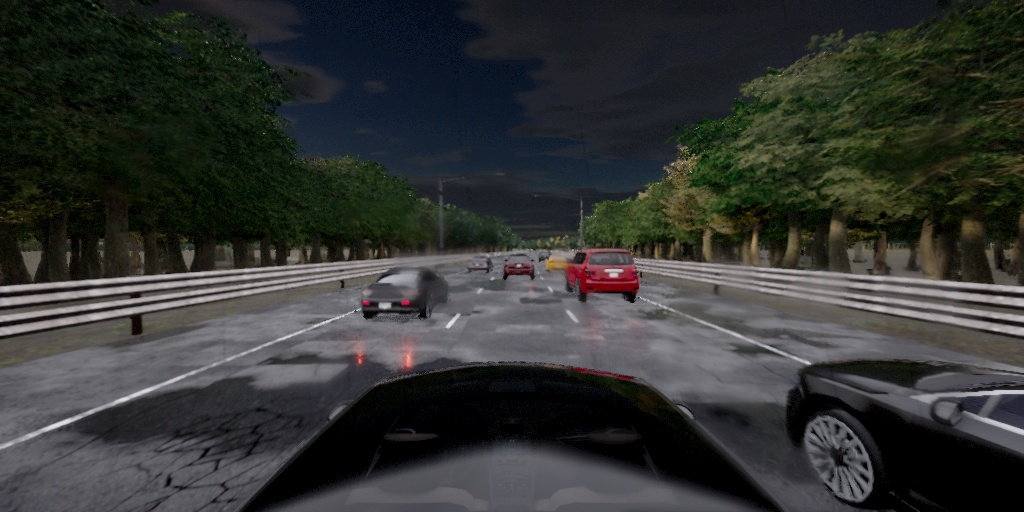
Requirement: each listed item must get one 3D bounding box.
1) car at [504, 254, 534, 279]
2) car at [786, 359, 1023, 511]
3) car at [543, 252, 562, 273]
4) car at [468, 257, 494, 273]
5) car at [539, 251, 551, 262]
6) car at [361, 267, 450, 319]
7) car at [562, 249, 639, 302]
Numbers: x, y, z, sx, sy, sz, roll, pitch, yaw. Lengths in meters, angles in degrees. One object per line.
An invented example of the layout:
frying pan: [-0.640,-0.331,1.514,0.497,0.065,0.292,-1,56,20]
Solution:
car: [0.550,0.672,26.488,2.097,1.767,4.553,0,1,2]
car: [3.504,1.249,1.397,2.128,1.511,4.902,0,1,0]
car: [4.185,0.698,33.414,1.882,1.535,5.008,0,1,2]
car: [-2.765,0.773,32.567,2.033,1.411,5.357,0,1,2]
car: [5.744,0.130,63.164,2.097,1.767,4.553,0,1,4]
car: [-3.290,1.090,11.689,1.812,1.442,4.674,0,1,1]
car: [3.673,0.726,15.430,2.150,2.045,5.566,0,1,1]
